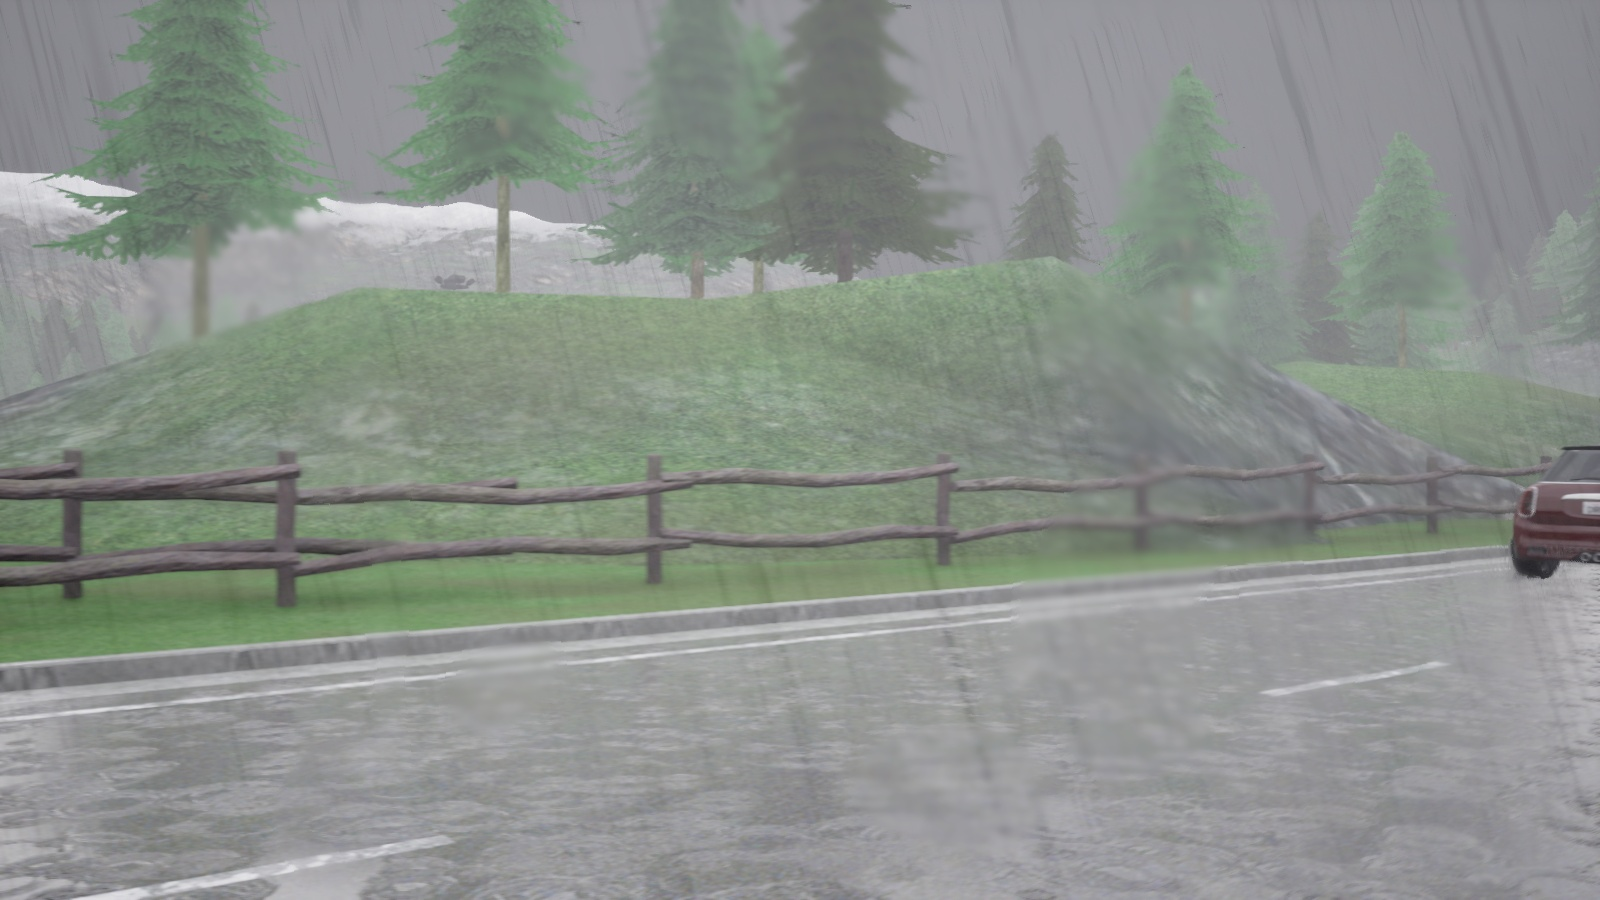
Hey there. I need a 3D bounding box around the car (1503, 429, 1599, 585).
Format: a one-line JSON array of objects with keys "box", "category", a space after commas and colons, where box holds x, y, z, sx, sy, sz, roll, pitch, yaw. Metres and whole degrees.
[{"box": [10.902, 0.646, 15.511, 4.553, 1.767, 2.097, 0, 0, -35], "category": "car"}]
